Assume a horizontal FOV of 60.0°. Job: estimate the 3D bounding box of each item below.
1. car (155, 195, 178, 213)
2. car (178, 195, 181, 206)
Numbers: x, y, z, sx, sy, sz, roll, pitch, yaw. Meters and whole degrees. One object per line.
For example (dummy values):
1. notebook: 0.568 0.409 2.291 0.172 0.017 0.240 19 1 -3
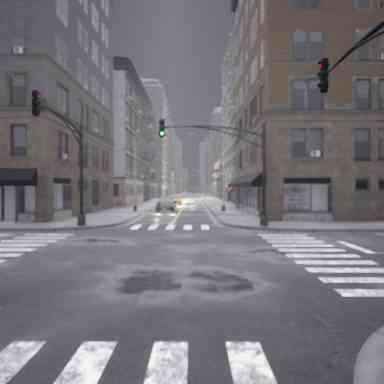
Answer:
1. car: -2.708 1.341 34.638 1.812 1.442 4.674 0 0 0
2. car: -2.627 1.212 50.378 1.882 1.535 5.008 0 0 0
